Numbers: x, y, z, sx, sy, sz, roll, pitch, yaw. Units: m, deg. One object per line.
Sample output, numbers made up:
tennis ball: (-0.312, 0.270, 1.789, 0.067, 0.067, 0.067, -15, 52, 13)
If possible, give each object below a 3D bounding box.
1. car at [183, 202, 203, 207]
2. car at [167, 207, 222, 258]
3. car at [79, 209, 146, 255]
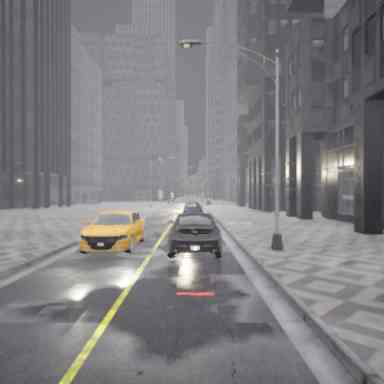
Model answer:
car: (0.105, 1.693, 31.709, 1.812, 1.442, 4.674, 0, -1, 0)
car: (0.102, 1.538, 12.982, 1.837, 1.490, 4.892, 0, 0, 0)
car: (-3.096, 1.515, 13.770, 1.882, 1.535, 5.008, 0, 0, 0)
